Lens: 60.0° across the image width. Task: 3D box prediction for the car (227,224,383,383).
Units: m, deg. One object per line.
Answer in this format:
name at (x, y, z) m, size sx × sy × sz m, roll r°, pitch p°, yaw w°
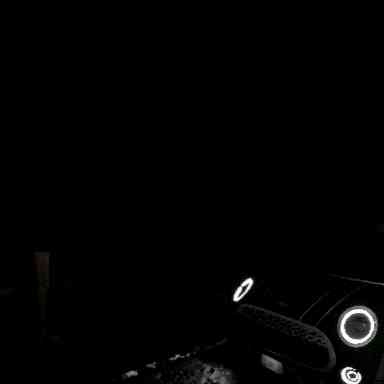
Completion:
car at (2.682, 1.359, 5.146) m, size 4.553 × 1.767 × 2.097 m, roll 0°, pitch 0°, yaw -38°
